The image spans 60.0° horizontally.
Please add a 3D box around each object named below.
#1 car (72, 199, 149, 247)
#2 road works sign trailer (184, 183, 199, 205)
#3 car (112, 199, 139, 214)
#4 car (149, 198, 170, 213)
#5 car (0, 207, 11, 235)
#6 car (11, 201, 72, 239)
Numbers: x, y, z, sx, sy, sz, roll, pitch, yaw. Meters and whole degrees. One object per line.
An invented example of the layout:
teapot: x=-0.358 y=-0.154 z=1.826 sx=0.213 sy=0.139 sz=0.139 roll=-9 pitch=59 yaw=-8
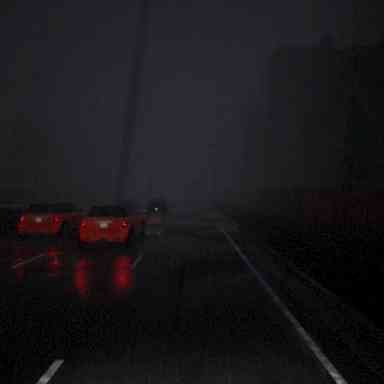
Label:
car: x=-3.397 y=1.292 z=14.911 sx=2.097 sy=1.767 sz=4.553 roll=0 pitch=0 yaw=0
road works sign trailer: x=0.008 y=0.252 z=54.073 sx=2.380 sy=3.560 sz=2.880 roll=0 pitch=0 yaw=0
car: x=-6.895 y=1.427 z=34.734 sx=1.994 sy=1.385 sz=4.181 roll=0 pitch=0 yaw=0
car: x=-3.396 y=1.371 z=34.157 sx=1.837 sy=1.490 sz=4.892 roll=0 pitch=0 yaw=0
car: x=-10.397 y=1.492 z=18.359 sx=1.994 sy=1.385 sz=4.181 roll=0 pitch=0 yaw=0
car: x=-6.897 y=1.285 z=17.074 sx=2.097 sy=1.767 sz=4.553 roll=0 pitch=0 yaw=0
